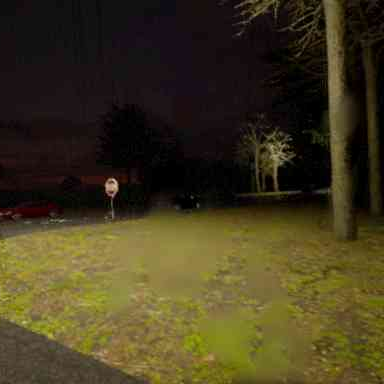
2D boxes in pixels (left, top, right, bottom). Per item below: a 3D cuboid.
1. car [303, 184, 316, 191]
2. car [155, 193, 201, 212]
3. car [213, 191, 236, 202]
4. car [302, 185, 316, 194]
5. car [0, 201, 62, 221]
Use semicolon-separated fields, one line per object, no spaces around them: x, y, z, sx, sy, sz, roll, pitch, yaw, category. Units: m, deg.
31.370;-1.175;88.470;2.097;1.767;4.553;-3;0;35;car
-1.127;0.860;28.675;1.882;1.535;5.008;-3;-1;34;car
4.868;0.659;49.803;2.128;1.511;4.902;-3;0;34;car
23.651;-0.464;67.915;1.812;1.442;4.674;-3;1;27;car
-12.117;1.401;24.999;1.812;1.442;4.674;-3;0;34;car
